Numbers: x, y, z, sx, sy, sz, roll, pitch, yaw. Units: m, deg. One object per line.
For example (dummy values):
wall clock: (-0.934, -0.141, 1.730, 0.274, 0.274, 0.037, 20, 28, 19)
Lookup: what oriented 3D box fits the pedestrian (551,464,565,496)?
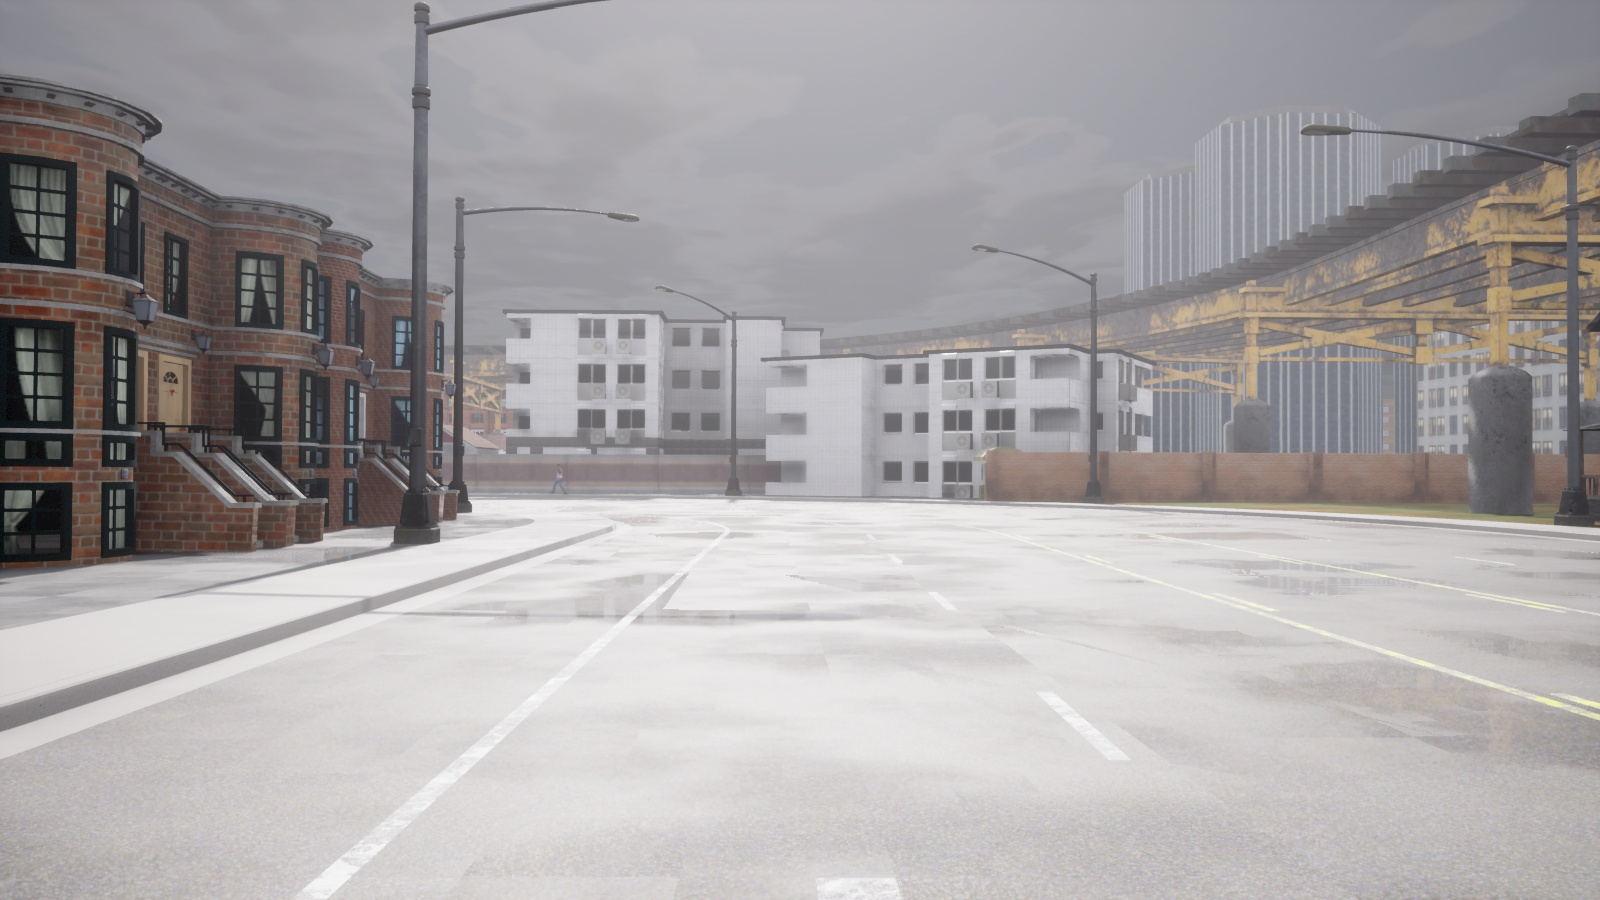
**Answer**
pedestrian: (-13.770, 1.722, 71.447, 0.706, 1.836, 0.354, 0, -1, 8)
